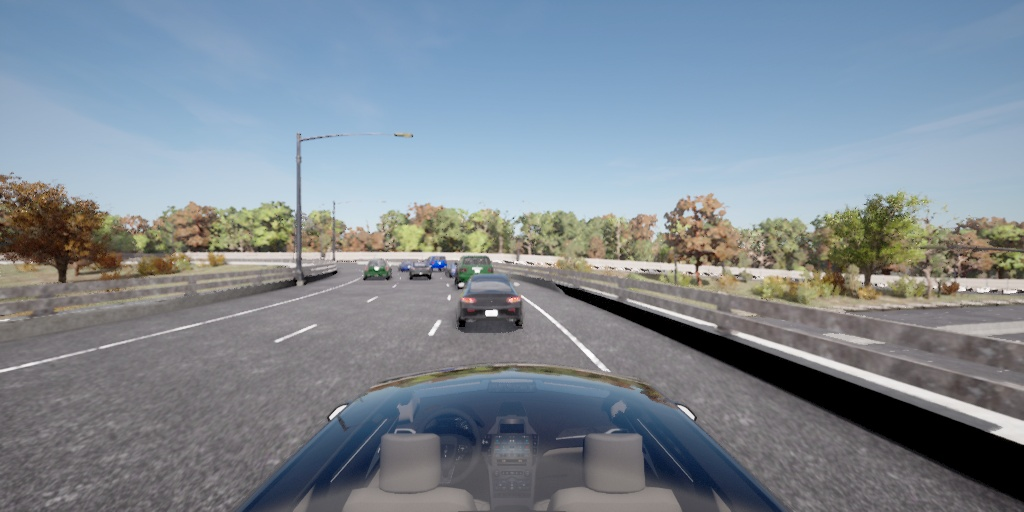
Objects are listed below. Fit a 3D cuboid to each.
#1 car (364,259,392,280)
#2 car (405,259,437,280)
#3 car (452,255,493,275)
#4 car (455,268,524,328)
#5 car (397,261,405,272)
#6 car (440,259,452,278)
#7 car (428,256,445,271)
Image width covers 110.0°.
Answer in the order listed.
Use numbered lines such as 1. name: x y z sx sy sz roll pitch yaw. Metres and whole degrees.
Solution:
1. car: -11.826 1.111 31.796 2.097 1.767 4.553 0 0 -17
2. car: -8.196 1.250 31.967 2.128 1.511 4.902 0 0 -16
3. car: -2.506 0.972 23.167 2.150 2.045 5.566 0 0 -11
4. car: -0.716 1.276 11.336 1.812 1.442 4.674 0 0 -5
5. car: -13.488 1.326 46.011 1.994 1.385 4.181 0 0 -24
6. car: -5.456 1.302 34.887 2.033 1.411 5.357 0 0 -17
7. car: -9.989 0.982 46.778 2.150 2.045 5.566 0 0 -23
